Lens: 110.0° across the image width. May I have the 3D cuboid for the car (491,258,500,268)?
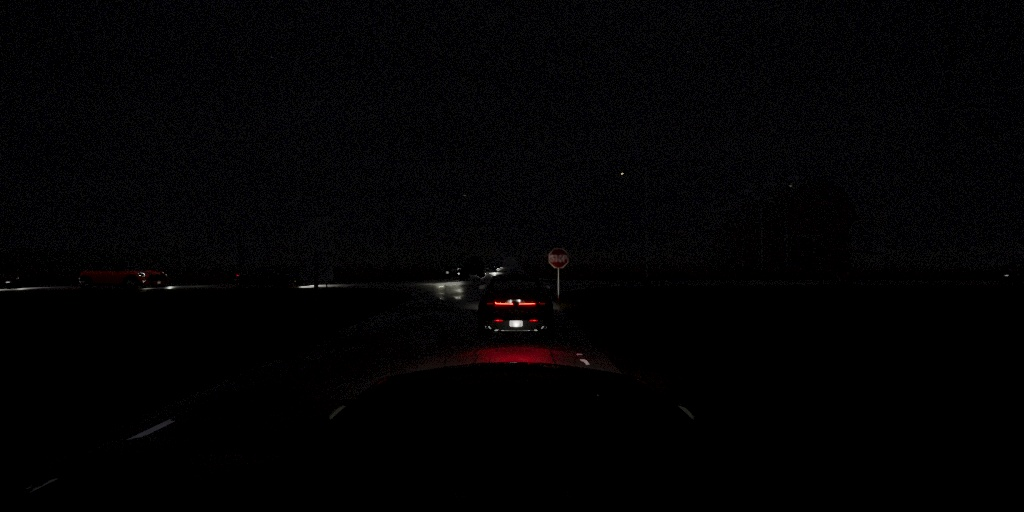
[{"bbox_3d":[-2.896,1.289,45.455,1.837,1.490,4.892,0,-1,0],"label":"car"}]

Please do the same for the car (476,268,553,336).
[{"bbox_3d":[0.090,1.258,10.388,1.837,1.490,4.892,0,0,0],"label":"car"}]

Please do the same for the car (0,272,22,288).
[{"bbox_3d":[-36.643,1.526,24.428,4.674,1.442,1.812,-1,-1,0],"label":"car"}]

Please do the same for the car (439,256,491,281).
[{"bbox_3d":[-4.285,1.003,31.905,2.150,2.045,5.566,1,0,21],"label":"car"}]

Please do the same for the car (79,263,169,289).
[{"bbox_3d":[-26.366,1.259,24.493,4.553,1.767,2.097,-1,-1,0],"label":"car"}]

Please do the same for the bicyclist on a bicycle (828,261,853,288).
[{"bbox_3d":[19.925,1.101,21.760,0.582,1.620,1.656,0,0,0],"label":"bicyclist on a bicycle"}]

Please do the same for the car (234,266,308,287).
[{"bbox_3d":[-16.402,1.392,24.548,4.181,1.385,1.994,0,-1,-1],"label":"car"}]

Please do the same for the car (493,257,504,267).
[{"bbox_3d":[-2.871,1.343,57.882,2.033,1.411,5.357,0,0,0],"label":"car"}]

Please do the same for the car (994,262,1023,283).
[{"bbox_3d":[36.750,1.148,24.900,4.902,1.511,2.128,0,-1,0],"label":"car"}]
